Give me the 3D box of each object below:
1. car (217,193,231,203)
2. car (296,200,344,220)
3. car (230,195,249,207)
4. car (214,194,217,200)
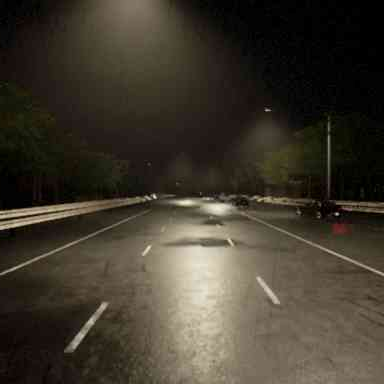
[{"bbox_3d":[6.985,1.137,69.172,2.150,2.045,5.566,0,0,0],"label":"car"},{"bbox_3d":[10.789,1.478,28.471,1.837,1.490,4.892,0,0,-14],"label":"car"},{"bbox_3d":[7.193,1.462,49.089,1.812,1.442,4.674,0,0,-2],"label":"car"},{"bbox_3d":[7.025,1.269,89.132,2.097,1.767,4.553,0,0,0],"label":"car"}]
